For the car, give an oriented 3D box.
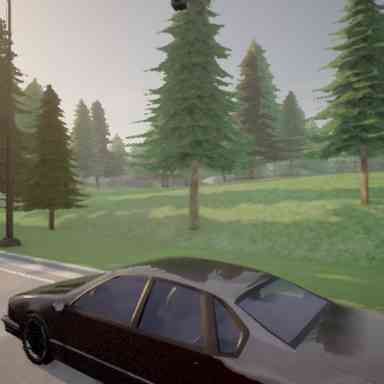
[{"bbox_3d":[-0.215,1.572,4.145,5.357,1.411,2.033,-1,0,35],"label":"car"}]
